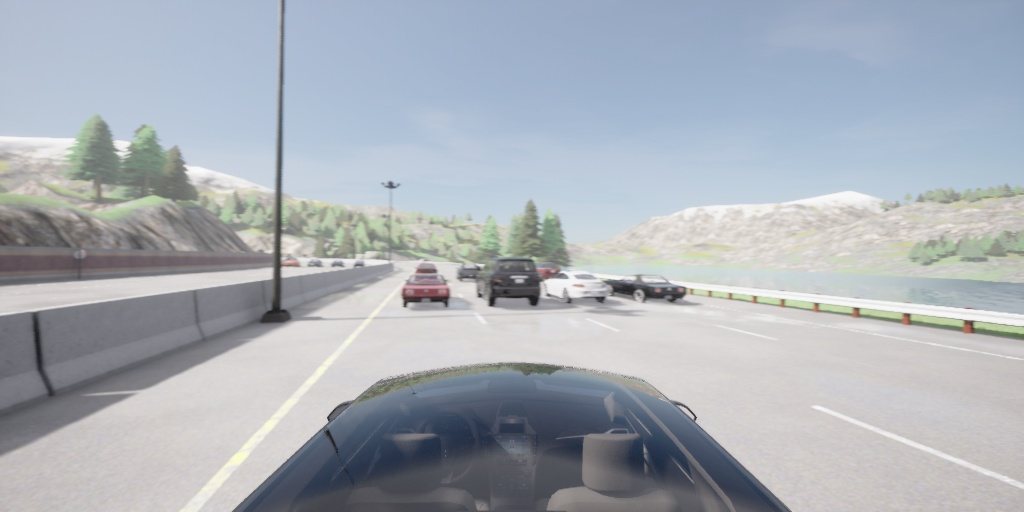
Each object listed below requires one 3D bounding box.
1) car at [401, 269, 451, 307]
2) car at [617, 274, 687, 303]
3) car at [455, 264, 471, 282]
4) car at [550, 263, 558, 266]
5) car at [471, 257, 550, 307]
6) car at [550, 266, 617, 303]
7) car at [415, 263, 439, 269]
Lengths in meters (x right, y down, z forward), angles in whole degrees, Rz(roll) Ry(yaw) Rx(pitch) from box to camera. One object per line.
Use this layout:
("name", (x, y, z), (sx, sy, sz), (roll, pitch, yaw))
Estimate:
("car", (-3.754, 1.405, 15.726), (1.895, 1.301, 4.718), (1, 0, -13))
("car", (6.462, 1.557, 18.146), (1.895, 1.301, 4.718), (1, 0, -13))
("car", (-3.844, 1.412, 31.311), (2.128, 1.511, 4.902), (1, 0, -13))
("car", (3.015, 1.370, 32.721), (2.097, 1.767, 4.553), (1, -1, -13))
("car", (-0.324, 1.071, 16.449), (2.150, 2.045, 5.566), (1, 0, -13))
("car", (2.999, 1.433, 17.608), (1.812, 1.442, 4.674), (1, 0, -13))
("car", (-7.289, 1.347, 30.681), (1.882, 1.535, 5.008), (1, 0, -13))
